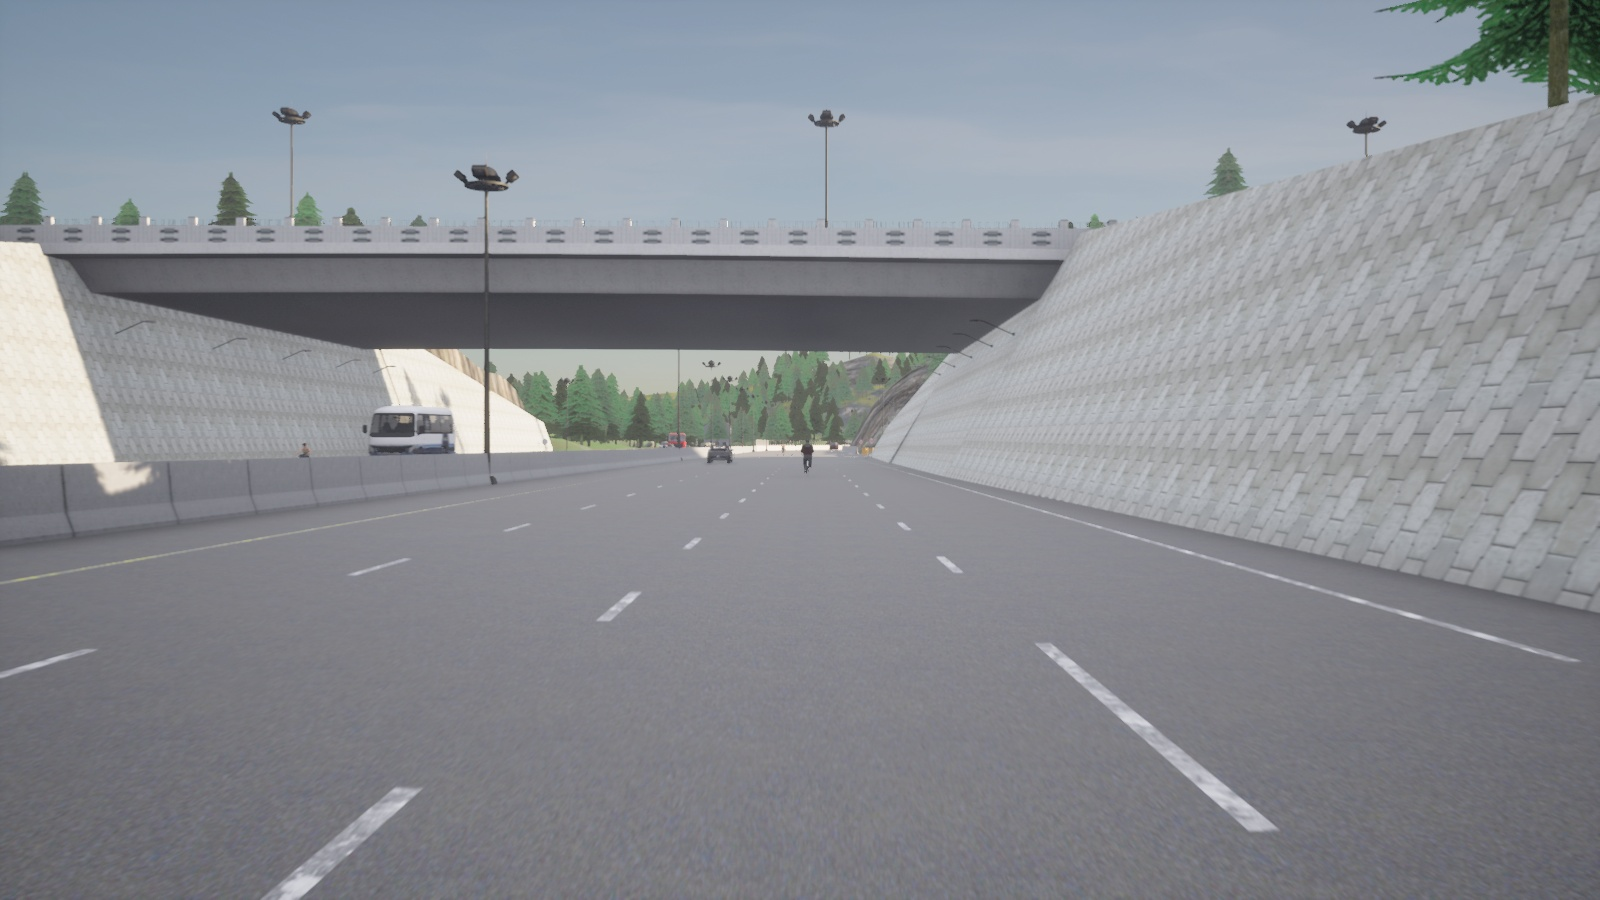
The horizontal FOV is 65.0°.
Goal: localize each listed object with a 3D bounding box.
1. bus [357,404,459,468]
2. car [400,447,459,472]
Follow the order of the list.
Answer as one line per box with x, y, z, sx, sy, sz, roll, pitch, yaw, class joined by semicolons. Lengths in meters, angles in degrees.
-27.489;-1.021;88.663;3.944;4.253;10.273;0;1;0;bus
-20.585;0.503;69.959;1.994;1.385;4.181;0;0;0;car
